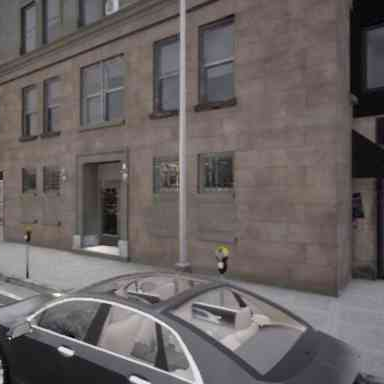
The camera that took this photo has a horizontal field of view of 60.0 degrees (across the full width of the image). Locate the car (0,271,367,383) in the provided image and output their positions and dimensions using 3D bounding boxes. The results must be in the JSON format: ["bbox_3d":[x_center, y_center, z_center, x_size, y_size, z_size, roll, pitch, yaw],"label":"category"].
[{"bbox_3d":[-0.609,1.558,3.511,4.403,1.369,2.008,0,0,35],"label":"car"}]
